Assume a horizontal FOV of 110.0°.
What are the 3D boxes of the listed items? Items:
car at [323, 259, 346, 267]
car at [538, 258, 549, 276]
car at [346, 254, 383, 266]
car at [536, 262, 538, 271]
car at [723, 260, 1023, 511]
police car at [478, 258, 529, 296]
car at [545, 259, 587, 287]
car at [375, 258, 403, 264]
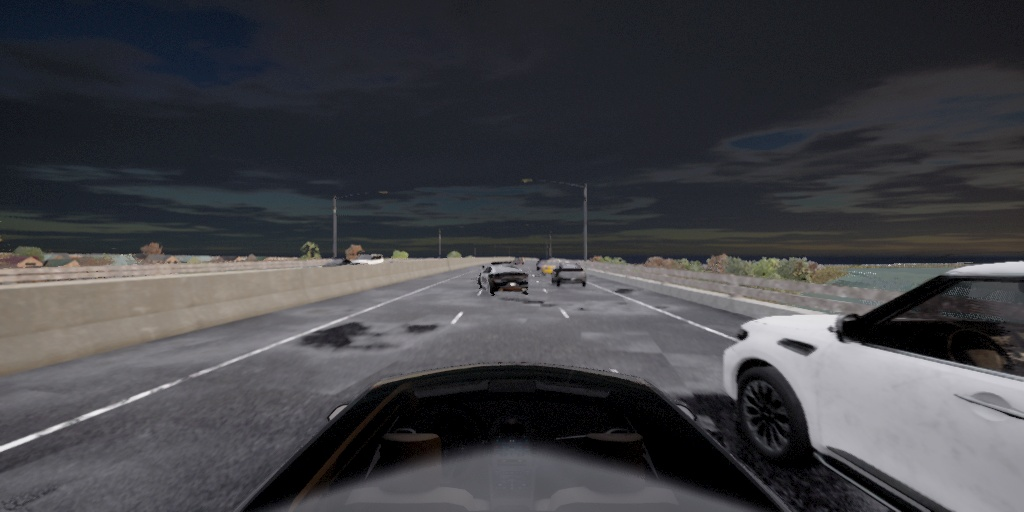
[{"bbox_3d":[-20.568,1.106,42.767,1.837,1.490,4.892,0,0,2],"label":"car"},{"bbox_3d":[3.815,1.088,34.665,1.801,1.575,5.366,0,0,1],"label":"car"},{"bbox_3d":[-17.076,0.825,42.643,2.150,2.045,5.566,0,0,2],"label":"car"},{"bbox_3d":[4.055,1.043,45.395,2.033,1.649,4.856,0,0,1],"label":"car"},{"bbox_3d":[3.496,0.974,1.737,2.150,2.045,5.566,0,0,0],"label":"car"},{"bbox_3d":[-0.553,1.101,19.118,1.930,1.638,5.238,-1,1,-13],"label":"police car"},{"bbox_3d":[3.637,1.155,23.554,2.128,1.511,4.902,0,0,1],"label":"car"},{"bbox_3d":[-13.613,1.209,41.454,1.895,1.301,4.718,0,0,2],"label":"car"}]
